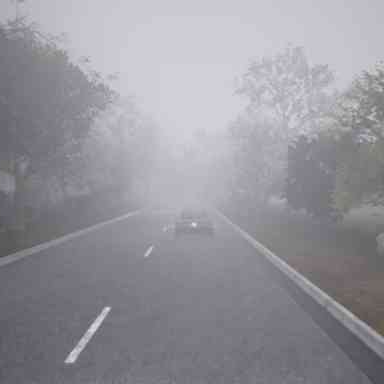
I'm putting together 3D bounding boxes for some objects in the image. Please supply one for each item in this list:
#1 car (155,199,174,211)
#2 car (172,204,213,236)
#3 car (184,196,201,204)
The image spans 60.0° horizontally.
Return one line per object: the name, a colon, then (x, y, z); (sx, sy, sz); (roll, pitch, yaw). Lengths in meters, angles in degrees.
car: (-3.279, 1.566, 39.740); (1.895, 1.301, 4.718); (0, 0, 1)
car: (0.098, 1.560, 18.260); (1.994, 1.385, 4.181); (0, 0, 0)
car: (0.068, 1.314, 40.793); (2.097, 1.767, 4.553); (0, 0, -1)
